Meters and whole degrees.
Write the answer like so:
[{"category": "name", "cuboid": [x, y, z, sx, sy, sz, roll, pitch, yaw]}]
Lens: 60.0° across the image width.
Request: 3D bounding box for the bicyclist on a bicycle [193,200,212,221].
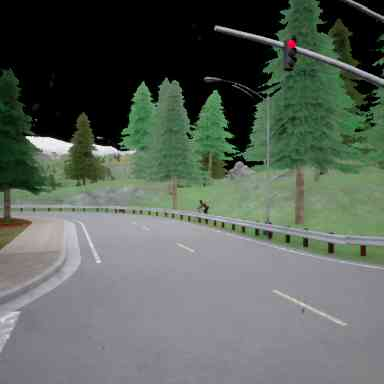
[{"category": "bicyclist on a bicycle", "cuboid": [0.826, 1.432, 25.534, 1.656, 1.620, 0.582, -1, 2, -20]}]
